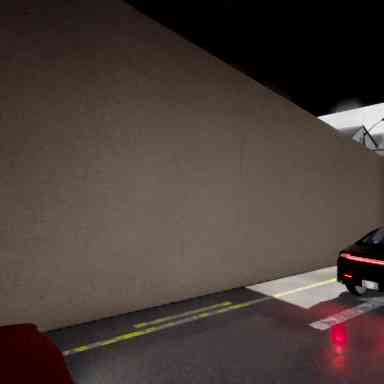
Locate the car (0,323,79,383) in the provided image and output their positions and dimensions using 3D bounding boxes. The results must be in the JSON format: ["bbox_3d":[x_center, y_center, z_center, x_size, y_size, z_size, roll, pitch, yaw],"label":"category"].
[{"bbox_3d":[-2.998,1.601,1.687,4.718,1.301,1.895,0,0,-35],"label":"car"}]

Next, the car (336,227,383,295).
[{"bbox_3d":[5.244,1.491,7.512,4.902,1.511,2.128,0,0,-35],"label":"car"}]
